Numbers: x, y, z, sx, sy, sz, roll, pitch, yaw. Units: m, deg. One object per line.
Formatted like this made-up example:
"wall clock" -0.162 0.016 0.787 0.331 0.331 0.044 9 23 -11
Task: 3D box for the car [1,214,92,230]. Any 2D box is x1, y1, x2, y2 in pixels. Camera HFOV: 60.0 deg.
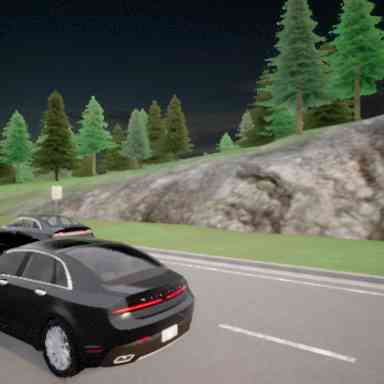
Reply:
"car" -5.726 1.599 12.452 4.902 1.511 2.128 -1 0 36

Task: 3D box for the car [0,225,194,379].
"car" -2.245 1.551 5.620 4.892 1.490 1.837 -1 0 36
